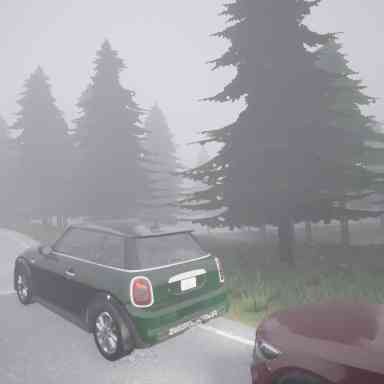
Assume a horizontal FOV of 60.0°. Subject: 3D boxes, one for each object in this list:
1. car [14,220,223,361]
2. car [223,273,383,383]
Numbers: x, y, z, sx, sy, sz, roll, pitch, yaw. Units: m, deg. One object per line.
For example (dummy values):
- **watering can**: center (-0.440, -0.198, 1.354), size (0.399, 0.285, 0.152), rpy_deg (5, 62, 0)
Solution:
- **car**: center (-1.578, 1.308, 6.219), size (4.553, 1.767, 2.097), rpy_deg (1, 1, 44)
- **car**: center (2.749, 1.531, 2.595), size (4.674, 1.442, 1.812), rpy_deg (1, 0, 36)
